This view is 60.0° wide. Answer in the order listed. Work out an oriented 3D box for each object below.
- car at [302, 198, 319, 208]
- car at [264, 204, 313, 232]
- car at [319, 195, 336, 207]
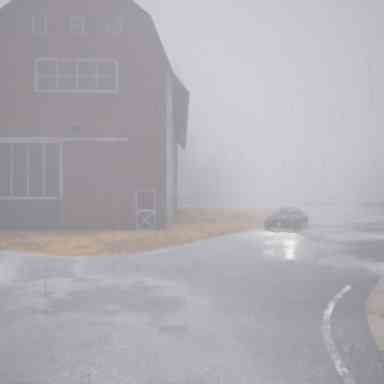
[{"bbox_3d":[19.559,1.775,55.785,1.882,1.535,5.008,0,0,15],"label":"car"},{"bbox_3d":[6.094,1.683,21.188,1.994,1.385,4.181,0,0,31],"label":"car"},{"bbox_3d":[24.199,1.541,59.570,2.150,2.045,5.566,0,0,11],"label":"car"}]
